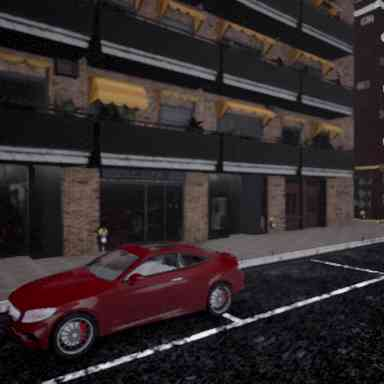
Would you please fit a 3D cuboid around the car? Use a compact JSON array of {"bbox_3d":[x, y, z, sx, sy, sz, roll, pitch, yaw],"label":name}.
[{"bbox_3d":[-0.895,1.576,5.921,4.206,1.307,1.802,0,0,-36],"label":"car"}]
